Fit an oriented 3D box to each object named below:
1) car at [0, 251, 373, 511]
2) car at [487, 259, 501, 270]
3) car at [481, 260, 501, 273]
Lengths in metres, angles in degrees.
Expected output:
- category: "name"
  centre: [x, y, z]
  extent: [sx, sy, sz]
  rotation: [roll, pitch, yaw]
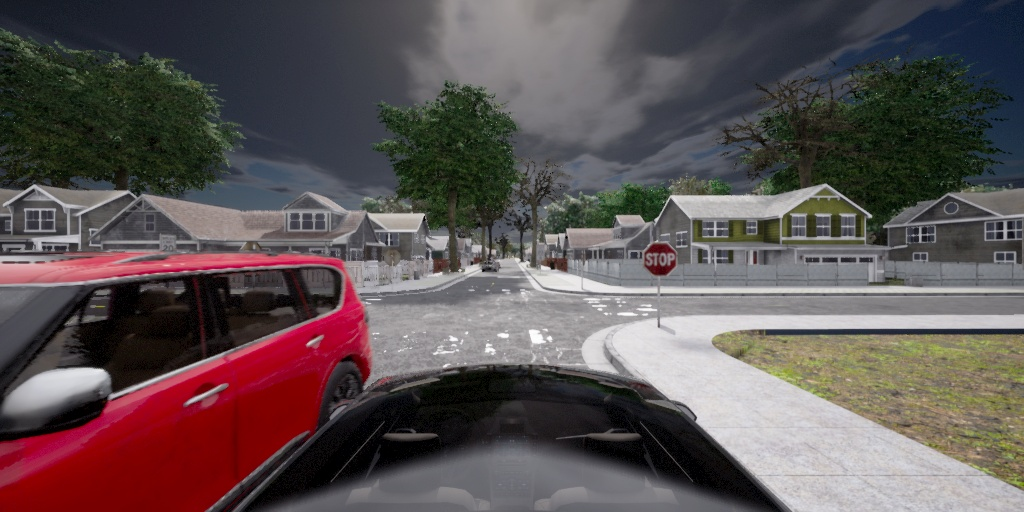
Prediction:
- category: "car"
  centre: [-2.750, 0.979, 2.123]
  extent: [2.150, 2.045, 5.566]
  rotation: [0, 0, 0]
- category: "car"
  centre: [-2.725, 1.273, 55.028]
  extent: [1.812, 1.442, 4.674]
  rotation: [0, 0, 0]
- category: "car"
  centre: [-2.731, 1.288, 44.347]
  extent: [1.837, 1.490, 4.892]
  rotation: [0, 0, 0]
